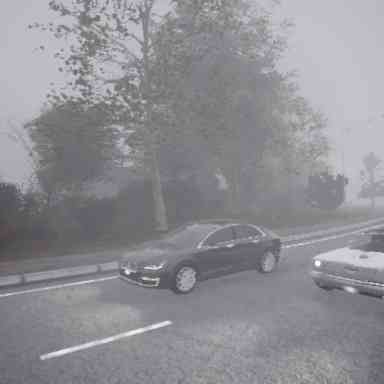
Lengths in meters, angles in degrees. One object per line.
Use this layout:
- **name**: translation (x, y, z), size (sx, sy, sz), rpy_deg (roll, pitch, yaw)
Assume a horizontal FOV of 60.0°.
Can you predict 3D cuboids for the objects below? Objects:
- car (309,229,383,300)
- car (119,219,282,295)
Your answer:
- **car**: translation (4.796, 1.607, 7.969), size (4.718, 1.301, 1.895), rpy_deg (0, 0, -40)
- **car**: translation (0.443, 1.536, 8.939), size (4.892, 1.490, 1.837), rpy_deg (0, 0, -39)
